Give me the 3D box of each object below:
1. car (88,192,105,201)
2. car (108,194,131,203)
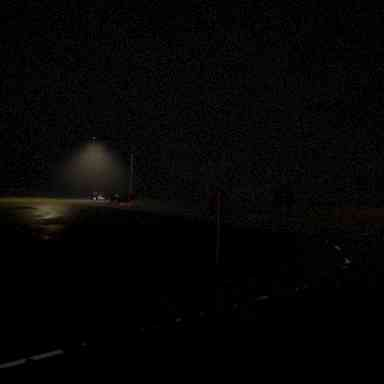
[{"bbox_3d":[-17.102,0.731,59.783,1.837,1.490,4.892,2,0,-35],"label":"car"},{"bbox_3d":[-11.347,1.021,51.643,1.895,1.301,4.718,2,0,-35],"label":"car"}]
